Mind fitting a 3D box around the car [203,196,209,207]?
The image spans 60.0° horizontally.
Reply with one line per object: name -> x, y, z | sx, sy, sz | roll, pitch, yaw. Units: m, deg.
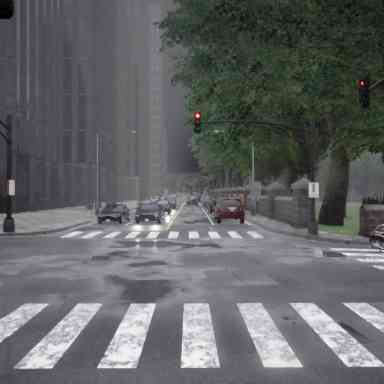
car -> 2.722, 1.579, 41.478 | 2.008, 1.369, 4.403 | 0, 0, 0

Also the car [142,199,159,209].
car -> -5.809, 1.616, 46.919 | 1.802, 1.307, 4.206 | 0, 0, 0

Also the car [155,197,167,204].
car -> -5.825, 1.635, 63.291 | 1.802, 1.307, 4.206 | 0, 0, 0

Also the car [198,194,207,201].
car -> 2.677, 1.399, 85.131 | 2.192, 1.841, 5.009 | 0, 0, 0

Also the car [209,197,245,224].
car -> 2.739, 1.326, 25.109 | 2.192, 1.841, 5.009 | 0, 0, 0

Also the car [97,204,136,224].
car -> -5.787, 1.576, 25.091 | 1.947, 1.339, 4.313 | 0, 0, 0

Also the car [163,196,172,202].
car -> -5.842, 1.620, 79.662 | 1.887, 1.381, 4.507 | 0, 0, 0

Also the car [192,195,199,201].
car -> 0.814, 1.591, 85.763 | 1.837, 1.490, 4.892 | 0, 0, 0

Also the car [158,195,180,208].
car -> -3.135, 1.524, 45.514 | 2.128, 1.511, 4.902 | 0, 0, 0

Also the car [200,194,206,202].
car -> 2.711, 1.481, 52.392 | 1.967, 1.590, 4.097 | 0, 0, 0

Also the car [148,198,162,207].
car -> -5.814, 1.622, 52.376 | 1.802, 1.307, 4.206 | 0, 0, 0

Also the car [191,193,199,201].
car -> 0.809, 1.320, 91.794 | 2.150, 2.045, 5.566 | 0, 0, 0

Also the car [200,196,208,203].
car -> 2.688, 1.592, 74.387 | 1.752, 1.417, 4.829 | 0, 0, 0

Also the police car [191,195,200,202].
police car -> 0.825, 1.495, 75.873 | 1.930, 1.638, 5.238 | 0, 0, 0

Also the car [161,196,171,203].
car -> -5.836, 1.611, 74.204 | 1.887, 1.381, 4.507 | 0, 0, 0

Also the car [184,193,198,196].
car -> 0.025, 1.407, 65.015 | 2.097, 1.767, 4.553 | 0, 0, 0

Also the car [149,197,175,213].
car -> -3.121, 1.547, 35.247 | 1.812, 1.442, 4.674 | 0, 0, 0

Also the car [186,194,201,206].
car -> 0.045, 1.569, 55.252 | 1.812, 1.442, 4.674 | 0, 0, 0

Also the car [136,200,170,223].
car -> -3.126, 1.559, 25.610 | 2.033, 1.411, 5.357 | 0, 0, 0

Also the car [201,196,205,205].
car -> 2.716, 1.585, 46.935 | 2.008, 1.369, 4.403 | 0, 0, 0

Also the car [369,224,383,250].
car -> 9.620, 1.575, 13.228 | 4.553, 1.767, 2.097 | 1, 0, 0

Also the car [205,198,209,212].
car -> 2.727, 1.588, 36.022 | 1.947, 1.339, 4.313 | 0, 0, 0
